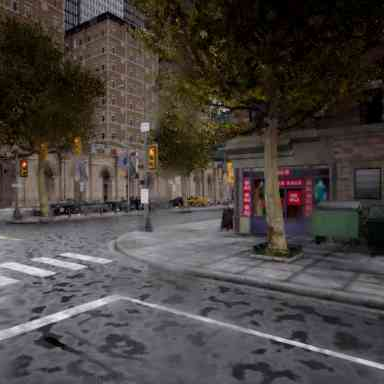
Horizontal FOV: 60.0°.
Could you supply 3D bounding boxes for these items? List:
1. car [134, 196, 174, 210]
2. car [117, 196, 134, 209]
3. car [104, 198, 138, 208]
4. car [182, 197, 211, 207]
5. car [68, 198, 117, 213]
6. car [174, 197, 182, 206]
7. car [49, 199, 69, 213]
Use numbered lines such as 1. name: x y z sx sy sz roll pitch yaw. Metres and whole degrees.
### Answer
1. car: -4.932 1.505 43.818 1.837 1.490 4.892 0 0 36
2. car: -7.899 1.352 45.690 2.097 1.767 4.553 0 0 36
3. car: -10.172 1.595 47.925 1.895 1.301 4.718 0 0 36
4. car: 1.077 1.478 52.106 1.882 1.535 5.008 0 0 36
5. car: -10.663 1.564 35.893 1.994 1.385 4.181 0 0 36
6. car: -1.780 1.478 54.134 1.882 1.535 5.008 0 0 36
7. car: -13.845 1.505 37.466 1.837 1.490 4.892 0 0 36
